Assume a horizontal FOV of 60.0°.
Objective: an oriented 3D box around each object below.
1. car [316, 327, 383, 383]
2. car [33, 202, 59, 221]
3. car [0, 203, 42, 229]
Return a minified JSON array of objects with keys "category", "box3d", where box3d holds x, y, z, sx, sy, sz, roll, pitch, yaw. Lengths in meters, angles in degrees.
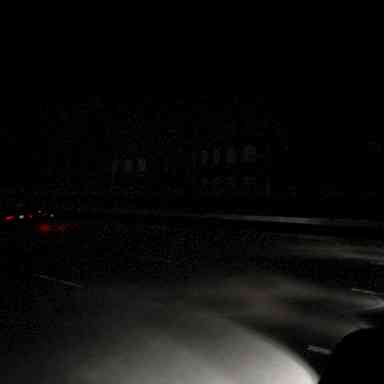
[{"category":"car","box3d":[2.884,1.565,1.936,4.181,1.385,1.994,0,0,36]},{"category":"car","box3d":[-12.037,1.519,25.478,4.674,1.442,1.812,0,0,36]},{"category":"car","box3d":[-12.217,1.542,21.308,5.357,1.411,2.033,0,0,36]}]
